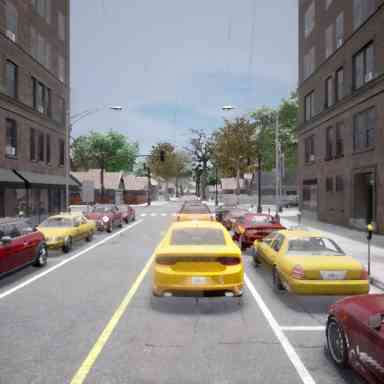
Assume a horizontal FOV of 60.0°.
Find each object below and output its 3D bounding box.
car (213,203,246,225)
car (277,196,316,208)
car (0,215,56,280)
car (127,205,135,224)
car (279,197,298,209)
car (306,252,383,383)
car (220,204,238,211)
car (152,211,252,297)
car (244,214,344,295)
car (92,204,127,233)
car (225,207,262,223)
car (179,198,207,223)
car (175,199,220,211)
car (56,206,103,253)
[{"bbox_3d":[2.716,1.577,24.950,1.947,1.339,4.313,0,0,0],"label":"car"},{"bbox_3d":[14.985,1.419,47.885,4.902,1.511,2.128,0,0,0],"label":"car"},{"bbox_3d":[-5.363,1.442,8.418,1.967,1.590,4.097,0,0,0],"label":"car"},{"bbox_3d":[-5.310,1.593,24.975,1.802,1.307,4.206,0,0,0],"label":"car"},{"bbox_3d":[14.399,1.456,44.627,4.674,1.442,1.812,0,0,2],"label":"car"},{"bbox_3d":[2.644,1.582,2.877,1.802,1.307,4.206,0,0,0],"label":"car"},{"bbox_3d":[2.698,1.590,19.432,1.802,1.307,4.206,0,0,0],"label":"car"},{"bbox_3d":[0.129,1.480,8.612,1.882,1.535,5.008,0,0,0],"label":"car"},{"bbox_3d":[2.663,1.528,8.566,1.752,1.417,4.829,0,0,0],"label":"car"},{"bbox_3d":[-5.327,1.448,19.456,1.967,1.590,4.097,0,0,0],"label":"car"},{"bbox_3d":[2.680,1.550,13.914,1.887,1.381,4.507,0,0,0],"label":"car"},{"bbox_3d":[0.085,1.365,26.636,2.097,1.767,4.553,0,0,0],"label":"car"},{"bbox_3d":[0.156,1.359,17.794,2.097,1.767,4.553,0,0,0],"label":"car"},{"bbox_3d":[-5.346,1.530,13.767,1.752,1.417,4.829,0,0,0],"label":"car"}]
